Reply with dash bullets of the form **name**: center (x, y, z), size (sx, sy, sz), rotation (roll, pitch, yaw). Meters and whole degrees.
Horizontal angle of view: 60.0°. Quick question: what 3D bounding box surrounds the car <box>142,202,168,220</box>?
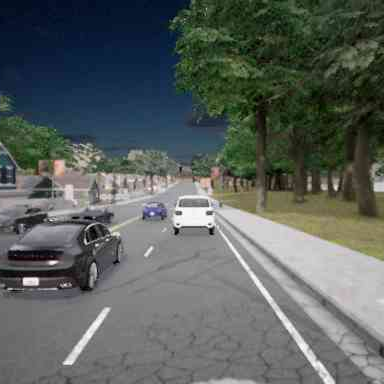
- **car**: center (-3.151, 1.577, 28.695), size (1.812, 1.442, 4.674), rotation (0, 0, 0)

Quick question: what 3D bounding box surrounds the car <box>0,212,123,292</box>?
- **car**: center (-3.148, 1.503, 8.920), size (1.837, 1.490, 4.892), rotation (0, 0, 0)

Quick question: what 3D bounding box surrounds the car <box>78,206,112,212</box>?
- **car**: center (-6.579, 1.625, 22.071), size (1.895, 1.301, 4.718), rotation (0, 0, 0)

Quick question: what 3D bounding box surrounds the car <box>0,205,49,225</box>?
- **car**: center (-9.839, 1.517, 18.936), size (1.837, 1.490, 4.892), rotation (0, 0, 0)

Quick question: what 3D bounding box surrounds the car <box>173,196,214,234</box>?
- **car**: center (0.102, 1.234, 19.320), size (2.150, 2.045, 5.566), rotation (0, 0, 0)

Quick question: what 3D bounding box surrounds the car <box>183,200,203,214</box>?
- **car**: center (0.097, 1.646, 37.726), size (2.033, 1.411, 5.357), rotation (0, 0, 0)
